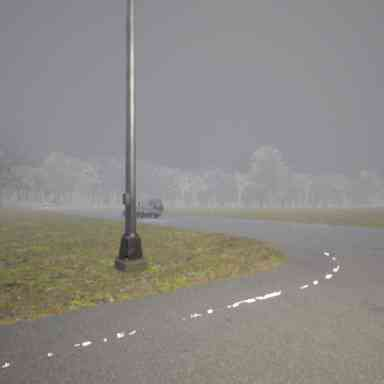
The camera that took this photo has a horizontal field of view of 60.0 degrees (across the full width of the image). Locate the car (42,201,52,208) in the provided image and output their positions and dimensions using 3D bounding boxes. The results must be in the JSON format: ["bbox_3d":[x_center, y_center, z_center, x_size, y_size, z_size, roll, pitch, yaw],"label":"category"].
[{"bbox_3d":[-33.802,2.882,77.490,2.128,1.511,4.902,2,-2,-29],"label":"car"}]

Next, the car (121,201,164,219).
[{"bbox_3d":[-5.031,1.852,32.015,2.033,1.411,5.357,3,-3,-36],"label":"car"}]

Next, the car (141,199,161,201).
[{"bbox_3d":[-5.968,2.002,45.443,2.150,2.045,5.566,3,-3,-35],"label":"car"}]
